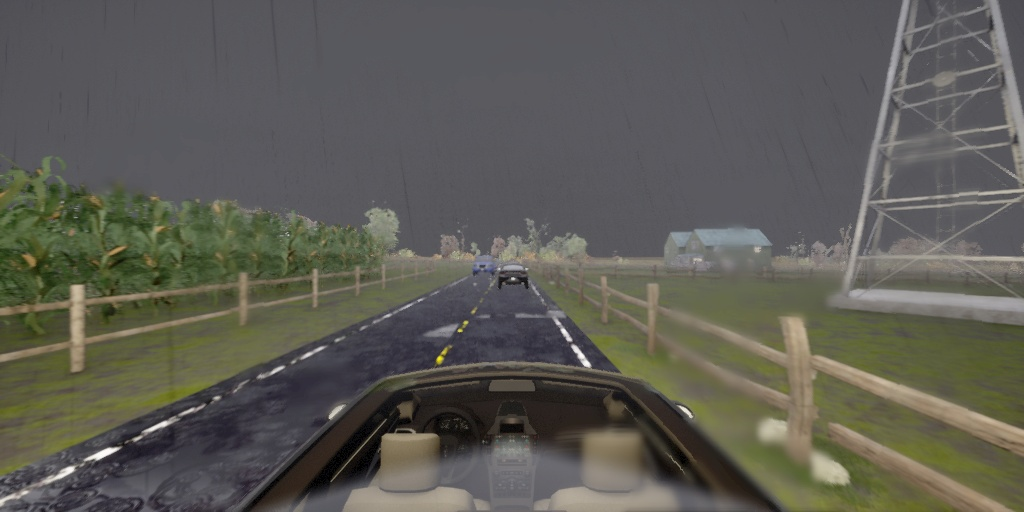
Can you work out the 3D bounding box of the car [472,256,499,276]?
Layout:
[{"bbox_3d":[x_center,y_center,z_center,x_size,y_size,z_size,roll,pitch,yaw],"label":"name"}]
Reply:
[{"bbox_3d":[-2.881,0.980,37.733,2.150,2.045,5.566,0,0,0],"label":"car"}]

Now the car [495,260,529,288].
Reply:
[{"bbox_3d":[0.076,1.227,23.877,1.882,1.535,5.008,0,0,0],"label":"car"}]
